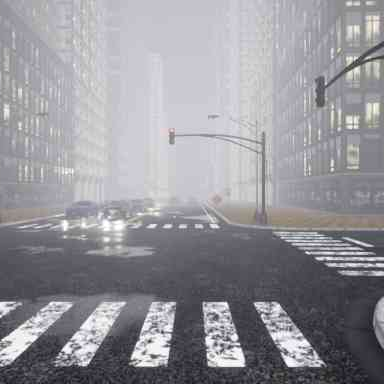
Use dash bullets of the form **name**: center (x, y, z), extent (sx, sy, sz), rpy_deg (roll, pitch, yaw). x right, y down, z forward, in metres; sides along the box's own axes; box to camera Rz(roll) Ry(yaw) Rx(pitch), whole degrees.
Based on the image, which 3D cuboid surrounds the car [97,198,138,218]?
- **car**: center (-6.614, 1.517, 30.096), extent (2.128, 1.511, 4.902), rpy_deg (0, 0, 0)

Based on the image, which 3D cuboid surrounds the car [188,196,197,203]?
- **car**: center (0.034, 1.622, 71.325), extent (1.882, 1.535, 5.008), rpy_deg (0, 0, 0)

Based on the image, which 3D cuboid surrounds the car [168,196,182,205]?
- **car**: center (-3.176, 1.578, 59.933), extent (1.882, 1.535, 5.008), rpy_deg (0, 0, 0)

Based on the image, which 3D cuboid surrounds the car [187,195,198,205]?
- **car**: center (0.075, 1.631, 61.478), extent (1.812, 1.442, 4.674), rpy_deg (0, 0, 0)

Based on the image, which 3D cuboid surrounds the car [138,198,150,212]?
- **car**: center (-6.618, 1.520, 39.623), extent (1.882, 1.535, 5.008), rpy_deg (0, 0, 0)

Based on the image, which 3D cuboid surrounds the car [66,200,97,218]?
- **car**: center (-9.868, 1.503, 30.343), extent (1.882, 1.535, 5.008), rpy_deg (0, 0, 0)

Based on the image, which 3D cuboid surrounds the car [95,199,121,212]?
- **car**: center (-9.867, 1.606, 39.476), extent (1.994, 1.385, 4.181), rpy_deg (0, 0, 0)

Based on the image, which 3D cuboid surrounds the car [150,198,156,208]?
- **car**: center (-6.617, 1.593, 49.670), extent (1.812, 1.442, 4.674), rpy_deg (0, 0, 0)

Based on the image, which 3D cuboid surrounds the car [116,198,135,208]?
- **car**: center (-9.863, 1.631, 49.400), extent (1.994, 1.385, 4.181), rpy_deg (0, 0, 0)

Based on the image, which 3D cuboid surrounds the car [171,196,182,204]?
- **car**: center (-3.191, 1.634, 70.342), extent (2.128, 1.511, 4.902), rpy_deg (0, 0, 0)
